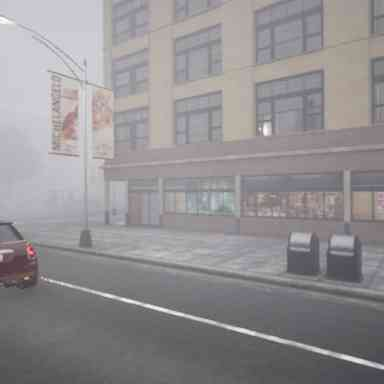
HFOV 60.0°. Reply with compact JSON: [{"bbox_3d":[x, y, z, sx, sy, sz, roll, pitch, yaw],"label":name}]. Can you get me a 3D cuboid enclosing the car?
[{"bbox_3d":[-5.764,1.411,8.077,4.553,1.767,2.097,-1,0,36],"label":"car"}]
